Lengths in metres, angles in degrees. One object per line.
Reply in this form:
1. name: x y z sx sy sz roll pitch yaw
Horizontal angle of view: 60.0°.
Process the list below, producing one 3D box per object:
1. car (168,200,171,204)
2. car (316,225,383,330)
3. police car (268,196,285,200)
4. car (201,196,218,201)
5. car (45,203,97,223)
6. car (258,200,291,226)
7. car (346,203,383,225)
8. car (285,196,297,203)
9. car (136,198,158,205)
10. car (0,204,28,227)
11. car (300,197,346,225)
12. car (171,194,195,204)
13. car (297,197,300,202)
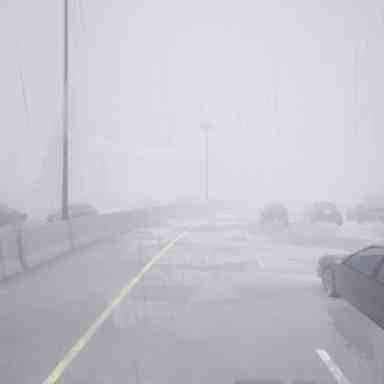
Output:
1. car: -2.902 1.821 65.858 1.895 1.301 4.718 0 0 25
2. car: 3.778 1.581 5.530 2.033 1.411 5.357 0 0 3
3. police car: 17.192 1.730 69.044 1.930 1.638 5.238 0 0 29
4. car: 3.286 1.585 62.468 2.097 1.767 4.553 0 0 25
5. car: -8.488 1.559 23.819 1.837 1.490 4.892 0 0 10
6. car: 6.103 1.614 24.895 1.837 1.490 4.892 0 0 11
7. car: 13.391 1.630 25.718 2.128 1.511 4.902 0 0 11
8. car: 22.167 1.877 77.257 1.812 1.442 4.674 0 0 33
9. car: -8.368 1.736 62.088 2.033 1.411 5.357 0 0 23
10. car: -12.510 1.630 20.780 1.895 1.301 4.718 0 0 8
11. car: 9.701 1.475 25.018 2.097 1.767 4.553 0 0 11
12. car: -1.241 1.431 60.877 2.150 2.045 5.566 0 0 24
13. car: 25.561 1.836 82.228 1.801 1.575 5.366 0 0 35
